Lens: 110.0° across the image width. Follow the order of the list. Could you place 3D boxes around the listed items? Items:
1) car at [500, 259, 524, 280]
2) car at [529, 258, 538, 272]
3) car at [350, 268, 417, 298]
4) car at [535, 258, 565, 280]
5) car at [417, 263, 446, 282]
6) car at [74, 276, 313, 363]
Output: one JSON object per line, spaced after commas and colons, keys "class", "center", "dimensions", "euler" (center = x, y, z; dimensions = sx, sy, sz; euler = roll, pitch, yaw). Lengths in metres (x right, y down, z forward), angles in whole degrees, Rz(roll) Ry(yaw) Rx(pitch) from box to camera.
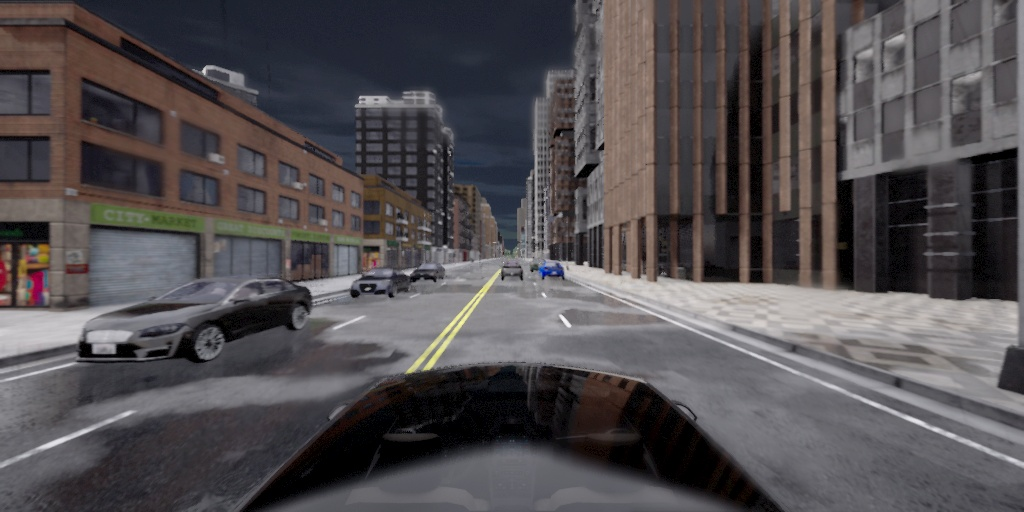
{"class": "car", "center": [0.018, 1.221, 30.422], "dimensions": [2.128, 1.511, 4.902], "euler": [0, 0, 0]}
{"class": "car", "center": [3.302, 1.064, 45.189], "dimensions": [2.097, 1.767, 4.553], "euler": [0, 0, 0]}
{"class": "car", "center": [-6.564, 1.305, 18.312], "dimensions": [1.994, 1.385, 4.181], "euler": [0, 0, 0]}
{"class": "car", "center": [3.349, 1.207, 31.042], "dimensions": [1.882, 1.535, 5.008], "euler": [0, 0, 0]}
{"class": "car", "center": [-6.500, 1.280, 28.584], "dimensions": [2.033, 1.411, 5.357], "euler": [0, 0, 0]}
{"class": "car", "center": [-6.592, 1.240, 8.251], "dimensions": [2.128, 1.511, 4.902], "euler": [0, 0, 0]}
